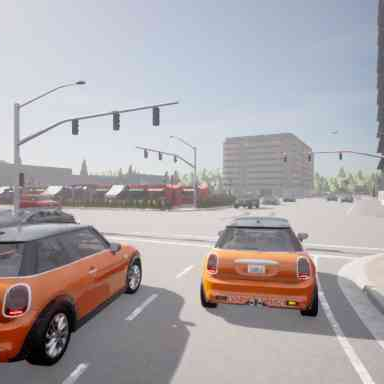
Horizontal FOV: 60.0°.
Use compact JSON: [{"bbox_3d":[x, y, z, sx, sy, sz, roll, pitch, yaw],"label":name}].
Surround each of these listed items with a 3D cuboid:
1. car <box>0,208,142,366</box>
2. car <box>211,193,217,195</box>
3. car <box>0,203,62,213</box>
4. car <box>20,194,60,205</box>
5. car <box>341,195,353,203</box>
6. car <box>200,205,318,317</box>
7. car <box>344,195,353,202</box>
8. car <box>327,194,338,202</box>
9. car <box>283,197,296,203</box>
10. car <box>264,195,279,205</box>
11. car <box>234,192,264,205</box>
[{"bbox_3d":[-2.497,1.352,6.104,2.097,1.767,4.553,0,0,10],"label":"car"},{"bbox_3d":[5.019,1.209,86.950,4.605,1.855,1.932,0,0,28],"label":"car"},{"bbox_3d":[-7.375,1.491,15.002,2.128,1.511,4.902,0,0,21],"label":"car"},{"bbox_3d":[-16.148,1.277,34.772,5.566,2.045,2.150,0,0,28],"label":"car"},{"bbox_3d":[32.066,1.595,68.988,1.895,1.301,4.718,0,0,27],"label":"car"},{"bbox_3d":[1.618,1.352,7.816,2.097,1.767,4.553,0,0,14],"label":"car"},{"bbox_3d":[36.651,1.500,77.813,1.837,1.490,4.892,0,0,27],"label":"car"},{"bbox_3d":[33.514,1.355,79.366,2.097,1.767,4.553,0,0,27],"label":"car"},{"bbox_3d":[20.048,1.595,68.634,1.895,1.301,4.718,0,0,27],"label":"car"},{"bbox_3d":[13.093,1.353,55.437,2.097,1.767,4.553,0,0,28],"label":"car"},{"bbox_3d":[7.422,1.222,44.554,2.150,2.045,5.566,0,0,27],"label":"car"}]
